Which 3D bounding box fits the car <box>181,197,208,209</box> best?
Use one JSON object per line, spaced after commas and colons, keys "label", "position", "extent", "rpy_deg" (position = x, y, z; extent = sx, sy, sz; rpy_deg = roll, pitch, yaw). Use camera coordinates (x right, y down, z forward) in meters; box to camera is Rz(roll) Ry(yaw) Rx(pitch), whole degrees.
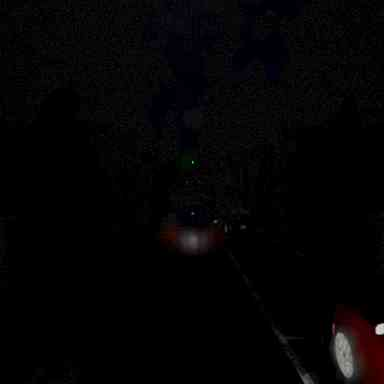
{"label": "car", "position": [0.064, 1.461, 27.700], "extent": [1.882, 1.535, 5.008], "rpy_deg": [0, 0, 0]}

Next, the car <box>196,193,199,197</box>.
{"label": "car", "position": [2.609, 1.408, 79.252], "extent": [1.967, 1.590, 4.097], "rpy_deg": [-1, 0, 0]}

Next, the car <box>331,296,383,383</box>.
{"label": "car", "position": [2.622, 1.542, 2.507], "extent": [1.887, 1.381, 4.507], "rpy_deg": [-1, 0, 0]}

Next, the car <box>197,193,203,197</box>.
{"label": "car", "position": [2.612, 1.513, 73.720], "extent": [1.887, 1.381, 4.507], "rpy_deg": [-1, 0, 0]}

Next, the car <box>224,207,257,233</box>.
{"label": "car", "position": [2.620, 1.535, 19.145], "extent": [2.008, 1.369, 4.403], "rpy_deg": [-1, 0, 0]}

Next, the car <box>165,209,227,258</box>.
{"label": "car", "position": [0.063, 1.551, 12.732], "extent": [1.994, 1.385, 4.181], "rpy_deg": [0, 0, 0]}

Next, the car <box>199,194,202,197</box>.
{"label": "car", "position": [2.614, 1.552, 62.655], "extent": [1.802, 1.307, 4.206], "rpy_deg": [-1, 0, 0]}

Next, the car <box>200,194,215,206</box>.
{"label": "car", "position": [2.615, 1.517, 51.590], "extent": [1.887, 1.381, 4.507], "rpy_deg": [-1, 0, 0]}
